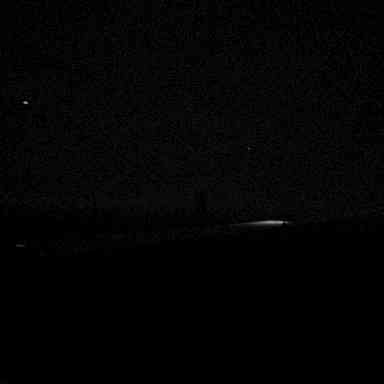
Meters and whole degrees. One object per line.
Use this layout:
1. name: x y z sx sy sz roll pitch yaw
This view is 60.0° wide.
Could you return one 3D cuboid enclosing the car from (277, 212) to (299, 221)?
1. car: 14.341 3.594 49.659 1.895 1.301 4.718 -1 -3 35
